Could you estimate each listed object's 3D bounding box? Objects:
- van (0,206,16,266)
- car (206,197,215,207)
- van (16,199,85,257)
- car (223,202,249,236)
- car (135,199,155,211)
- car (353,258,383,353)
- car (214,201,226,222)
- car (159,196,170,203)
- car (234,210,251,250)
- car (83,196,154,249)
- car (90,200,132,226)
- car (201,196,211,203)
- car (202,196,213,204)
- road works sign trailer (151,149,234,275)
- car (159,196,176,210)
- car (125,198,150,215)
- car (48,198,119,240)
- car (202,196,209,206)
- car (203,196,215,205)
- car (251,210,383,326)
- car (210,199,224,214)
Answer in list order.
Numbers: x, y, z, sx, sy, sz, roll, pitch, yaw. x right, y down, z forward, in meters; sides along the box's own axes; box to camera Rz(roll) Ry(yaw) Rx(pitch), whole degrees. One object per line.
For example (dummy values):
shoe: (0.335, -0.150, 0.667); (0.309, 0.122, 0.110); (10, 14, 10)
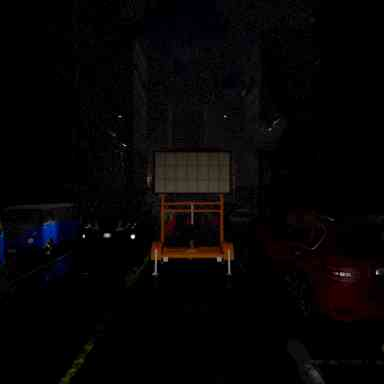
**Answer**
van: (-5.676, 1.339, 7.003); (1.690, 1.788, 3.998); (-1, 0, 0)
car: (2.883, 1.532, 34.926); (2.008, 1.369, 4.403); (-1, 0, 0)
van: (-5.672, 1.336, 12.589); (1.690, 1.788, 3.998); (-1, 0, 0)
car: (2.867, 1.517, 18.339); (1.752, 1.417, 4.829); (-1, 0, 0)
car: (-5.650, 1.559, 40.518); (1.802, 1.307, 4.206); (-1, 0, 0)
car: (2.852, 1.525, 1.581); (1.752, 1.417, 4.829); (-1, 0, 0)
car: (2.873, 1.555, 23.754); (1.947, 1.339, 4.313); (-1, 0, 0)
car: (-5.631, 1.490, 68.446); (1.887, 1.381, 4.507); (-1, 0, 0)
car: (2.863, 1.577, 12.582); (1.802, 1.307, 4.206); (-1, 0, 0)
car: (-3.094, 1.216, 14.886); (2.150, 2.045, 5.566); (0, 0, 0)
car: (-5.664, 1.429, 23.760); (1.967, 1.590, 4.097); (-1, 0, 0)
car: (2.914, 1.527, 68.441); (1.802, 1.307, 4.206); (-1, 0, 0)
car: (2.909, 1.518, 62.856); (1.947, 1.339, 4.313); (-1, 0, 0)
road works sign trailer: (0.011, 0.461, 10.400); (2.380, 3.560, 2.880); (0, 0, 0)
car: (-2.973, 1.468, 41.512); (2.128, 1.511, 4.902); (0, 0, 0)
car: (-5.656, 1.421, 34.931); (1.967, 1.590, 4.097); (-1, 0, 0)
car: (-5.669, 1.307, 18.175); (2.192, 1.841, 5.009); (-1, 0, 0)
car: (2.898, 1.517, 51.684); (2.008, 1.369, 4.403); (-1, 0, 0)
car: (2.903, 1.485, 57.439); (1.752, 1.417, 4.829); (-1, 0, 0)
car: (2.854, 1.313, 6.997); (2.192, 1.841, 5.009); (-1, 0, 0)
car: (2.878, 1.551, 29.340); (1.947, 1.339, 4.313); (-1, 0, 0)
